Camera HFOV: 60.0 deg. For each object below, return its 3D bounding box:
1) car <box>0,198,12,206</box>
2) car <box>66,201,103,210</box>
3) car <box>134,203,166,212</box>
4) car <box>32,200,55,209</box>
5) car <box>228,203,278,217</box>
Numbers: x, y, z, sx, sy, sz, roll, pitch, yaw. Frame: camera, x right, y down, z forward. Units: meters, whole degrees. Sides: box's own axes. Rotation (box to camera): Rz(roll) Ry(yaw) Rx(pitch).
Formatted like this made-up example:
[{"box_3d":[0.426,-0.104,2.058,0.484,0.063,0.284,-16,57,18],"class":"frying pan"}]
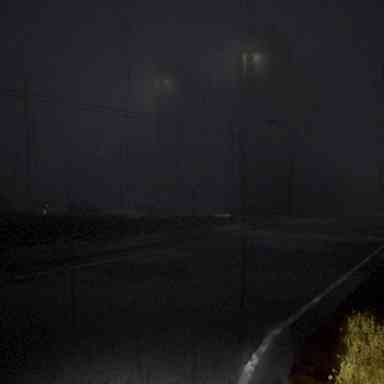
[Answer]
[{"box_3d":[-32.836,1.926,56.697,1.905,1.878,3.866,0,-1,37],"class":"car"},{"box_3d":[-13.542,1.945,42.079,2.242,1.667,4.611,0,-1,37],"class":"car"},{"box_3d":[-5.912,2.116,46.021,4.718,1.301,1.895,0,-1,37],"class":"car"},{"box_3d":[-25.119,2.119,55.992,4.892,1.490,1.837,-1,-1,37],"class":"car"},{"box_3d":[6.680,1.967,36.588,5.357,1.411,2.033,0,-1,37],"class":"car"}]
